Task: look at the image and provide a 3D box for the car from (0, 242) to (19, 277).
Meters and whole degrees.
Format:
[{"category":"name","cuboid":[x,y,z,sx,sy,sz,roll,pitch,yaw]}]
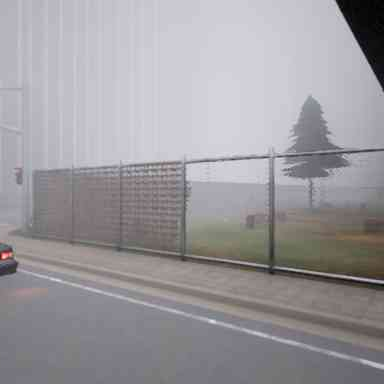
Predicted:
[{"category":"car","cuboid":[-6.733,1.550,8.770,5.357,1.411,2.033,0,0,35]}]
